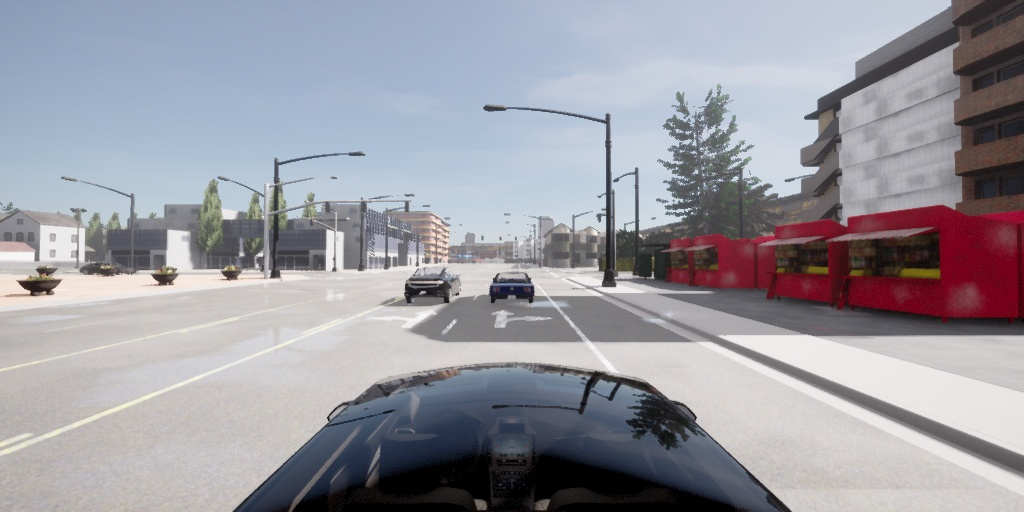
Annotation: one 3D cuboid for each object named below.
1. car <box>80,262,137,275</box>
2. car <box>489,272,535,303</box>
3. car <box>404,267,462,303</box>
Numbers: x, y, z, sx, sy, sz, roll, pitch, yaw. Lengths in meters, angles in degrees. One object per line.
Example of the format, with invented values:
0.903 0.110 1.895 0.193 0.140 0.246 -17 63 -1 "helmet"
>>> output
-43.532 1.435 38.691 4.892 1.490 1.837 0 -1 0 "car"
0.000 1.372 16.532 1.895 1.301 4.718 0 0 0 "car"
-3.500 1.250 16.503 2.128 1.511 4.902 0 0 0 "car"
